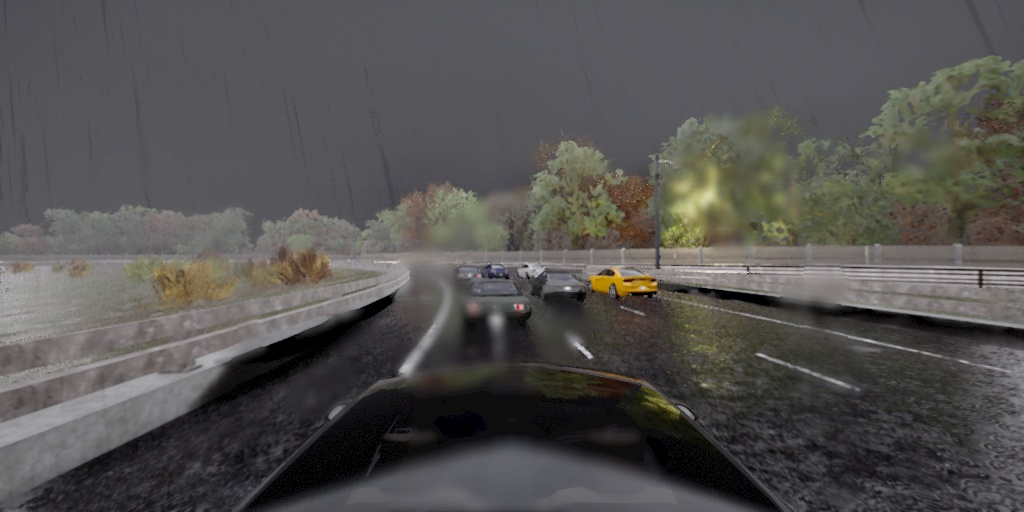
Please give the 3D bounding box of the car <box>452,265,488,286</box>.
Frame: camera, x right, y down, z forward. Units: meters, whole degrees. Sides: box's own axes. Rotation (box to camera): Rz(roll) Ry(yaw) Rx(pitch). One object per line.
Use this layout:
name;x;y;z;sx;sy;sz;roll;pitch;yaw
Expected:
car;-3.466;1.443;27.359;2.033;1.411;5.357;0;0;-14

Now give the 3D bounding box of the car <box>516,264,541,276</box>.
car;1.856;1.449;34.211;1.812;1.442;4.674;0;0;-17

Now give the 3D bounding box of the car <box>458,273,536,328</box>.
car;-0.628;1.406;11.690;1.895;1.301;4.718;0;0;-6

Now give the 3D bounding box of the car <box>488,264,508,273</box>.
car;-1.642;1.453;33.691;1.812;1.442;4.674;0;0;-17

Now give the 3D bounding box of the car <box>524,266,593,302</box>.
car;2.112;1.398;17.613;1.994;1.385;4.181;0;0;-9

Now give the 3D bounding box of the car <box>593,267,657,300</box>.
car;5.513;1.312;18.593;1.882;1.535;5.008;0;0;-9
